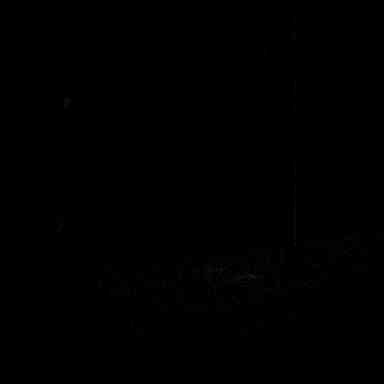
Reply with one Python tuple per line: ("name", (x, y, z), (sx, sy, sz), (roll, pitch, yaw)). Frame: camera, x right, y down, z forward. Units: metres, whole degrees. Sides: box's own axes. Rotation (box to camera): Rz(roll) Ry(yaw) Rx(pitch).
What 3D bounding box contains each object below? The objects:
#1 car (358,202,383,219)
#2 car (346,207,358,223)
("car", (15.918, 1.563, 29.054), (1.947, 1.339, 4.313), (0, 0, -35))
("car", (9.380, 1.527, 24.398), (1.947, 1.339, 4.313), (0, 0, -35))
